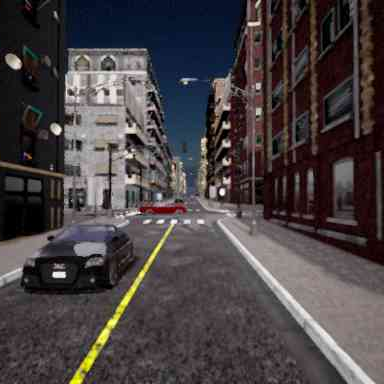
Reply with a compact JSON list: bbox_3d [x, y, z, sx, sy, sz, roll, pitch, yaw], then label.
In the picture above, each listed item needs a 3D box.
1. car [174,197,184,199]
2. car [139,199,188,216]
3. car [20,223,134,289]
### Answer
[{"bbox_3d":[-2.734,1.755,69.822,1.994,1.385,4.181,0,0,0],"label":"car"},{"bbox_3d":[-2.766,1.666,32.940,4.718,1.301,1.895,0,0,-1],"label":"car"},{"bbox_3d":[-2.834,1.577,9.095,1.994,1.385,4.181,0,0,0],"label":"car"}]
